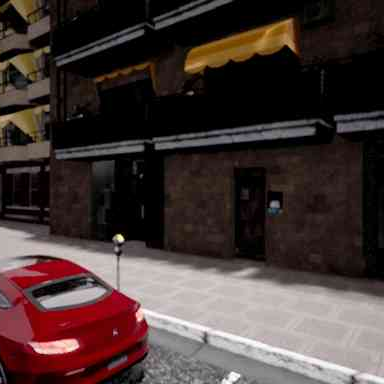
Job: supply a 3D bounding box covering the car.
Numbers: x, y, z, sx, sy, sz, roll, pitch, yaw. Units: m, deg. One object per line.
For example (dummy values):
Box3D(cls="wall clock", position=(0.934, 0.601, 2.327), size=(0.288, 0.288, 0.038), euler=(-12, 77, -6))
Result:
Box3D(cls="car", position=(-2.453, 1.555, 4.627), size=(4.206, 1.307, 1.802), euler=(0, 0, 36))
